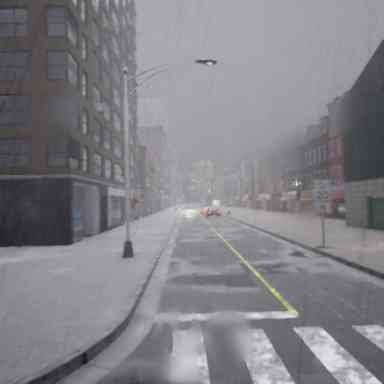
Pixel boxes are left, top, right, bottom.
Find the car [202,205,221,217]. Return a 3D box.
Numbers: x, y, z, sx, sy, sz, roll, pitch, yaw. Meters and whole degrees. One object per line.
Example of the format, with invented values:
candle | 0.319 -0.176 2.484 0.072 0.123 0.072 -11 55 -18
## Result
car | 2.865 2.772 45.564 1.895 1.301 4.718 -1 -2 -1
